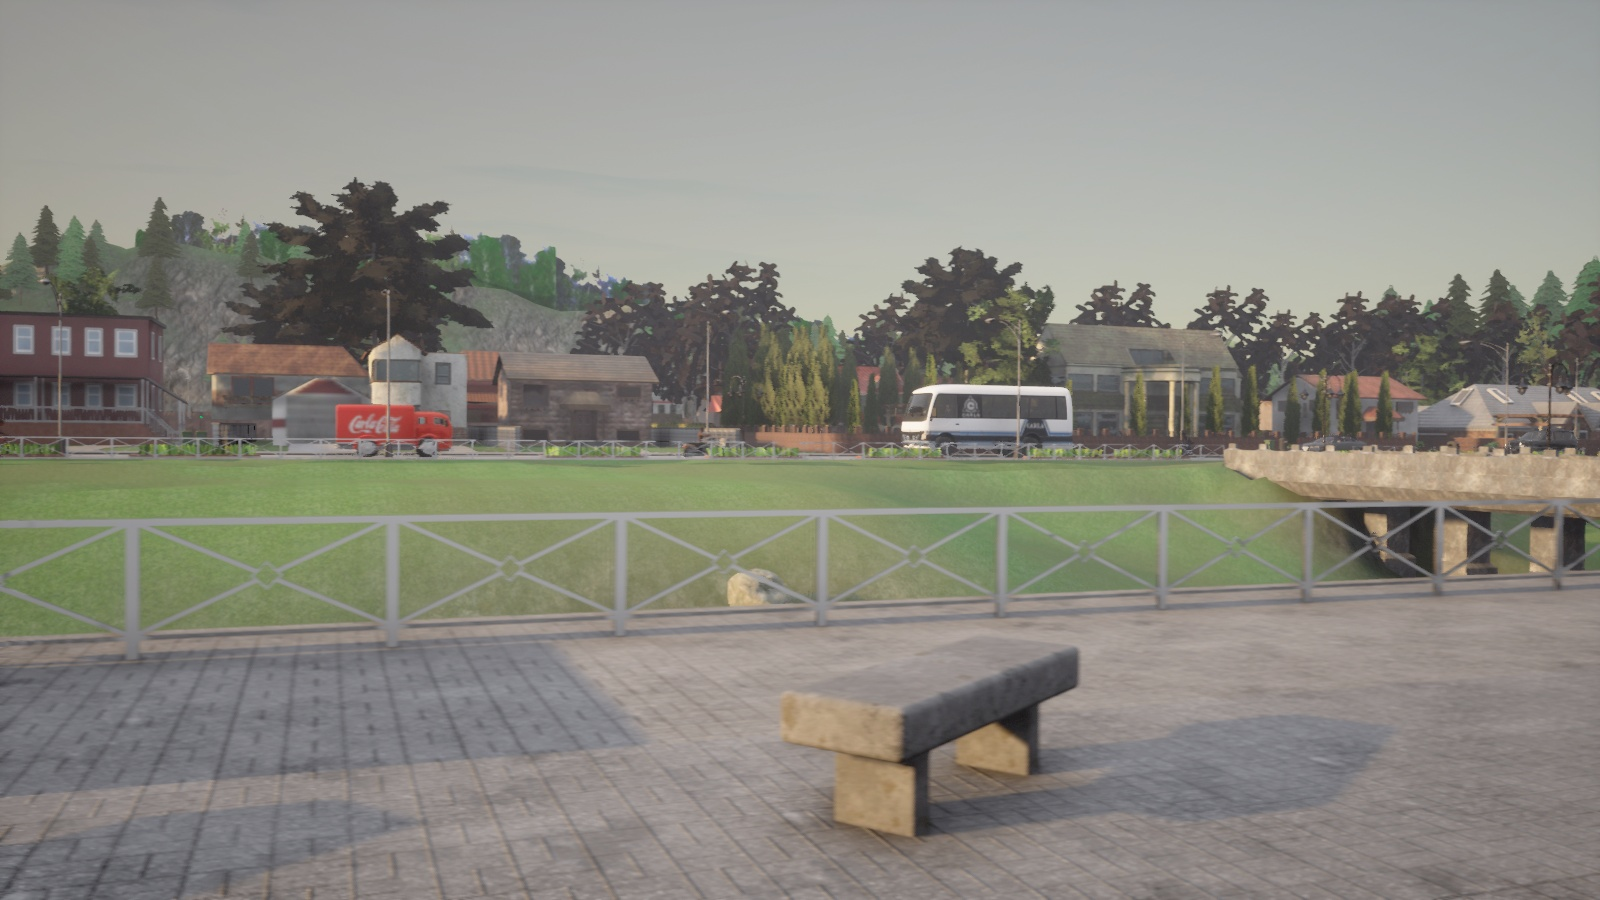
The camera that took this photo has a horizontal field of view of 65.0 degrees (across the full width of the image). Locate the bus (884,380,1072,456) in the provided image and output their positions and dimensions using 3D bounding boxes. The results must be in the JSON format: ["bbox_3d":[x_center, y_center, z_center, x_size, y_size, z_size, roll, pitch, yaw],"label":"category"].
[{"bbox_3d":[10.459,-1.899,73.712,10.273,4.253,3.944,-1,1,-21],"label":"bus"}]

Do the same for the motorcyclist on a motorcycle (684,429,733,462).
[{"bbox_3d":[-4.631,-0.243,63.724,2.350,1.649,0.766,-1,1,-21],"label":"motorcyclist on a motorcycle"}]

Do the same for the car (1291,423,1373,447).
[{"bbox_3d":[35.232,-0.993,83.127,4.902,1.511,2.128,-1,1,-21],"label":"car"}]

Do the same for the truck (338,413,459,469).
[{"bbox_3d":[-18.675,-0.438,58.391,5.204,2.467,2.627,-1,1,-21],"label":"truck"}]
